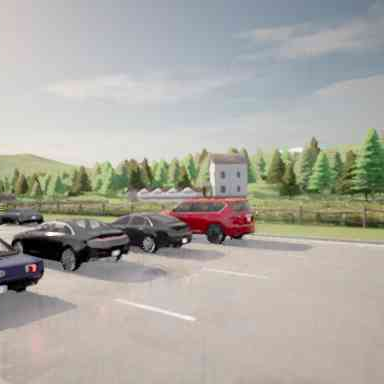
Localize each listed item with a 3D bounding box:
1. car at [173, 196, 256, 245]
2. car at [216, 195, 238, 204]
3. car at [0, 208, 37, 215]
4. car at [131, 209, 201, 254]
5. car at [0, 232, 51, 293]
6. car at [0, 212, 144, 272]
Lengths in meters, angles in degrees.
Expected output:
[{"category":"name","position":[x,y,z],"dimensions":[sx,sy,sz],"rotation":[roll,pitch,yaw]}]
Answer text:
[{"category":"car","position":[0.396,1.354,16.600],"dimensions":[5.566,2.045,2.150],"rotation":[-1,-1,35]},{"category":"car","position":[8.087,1.762,77.458],"dimensions":[4.605,1.855,1.932],"rotation":[-1,-1,35]},{"category":"car","position":[-13.778,1.946,26.697],"dimensions":[4.181,1.385,1.994],"rotation":[-1,-1,35]},{"category":"car","position":[-2.254,1.648,14.191],"dimensions":[4.892,1.490,1.837],"rotation":[-1,-1,35]},{"category":"car","position":[-5.702,1.733,8.051],"dimensions":[4.718,1.301,1.895],"rotation":[-1,-1,35]},{"category":"car","position":[-4.239,1.634,11.307],"dimensions":[4.902,1.511,2.128],"rotation":[-1,-1,35]}]
